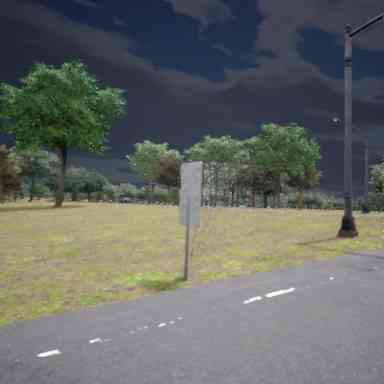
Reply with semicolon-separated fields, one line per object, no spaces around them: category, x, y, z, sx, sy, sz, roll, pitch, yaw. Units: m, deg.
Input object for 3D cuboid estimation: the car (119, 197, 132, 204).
car;-14.944;1.925;74.943;1.882;1.535;5.008;3;-3;-27
